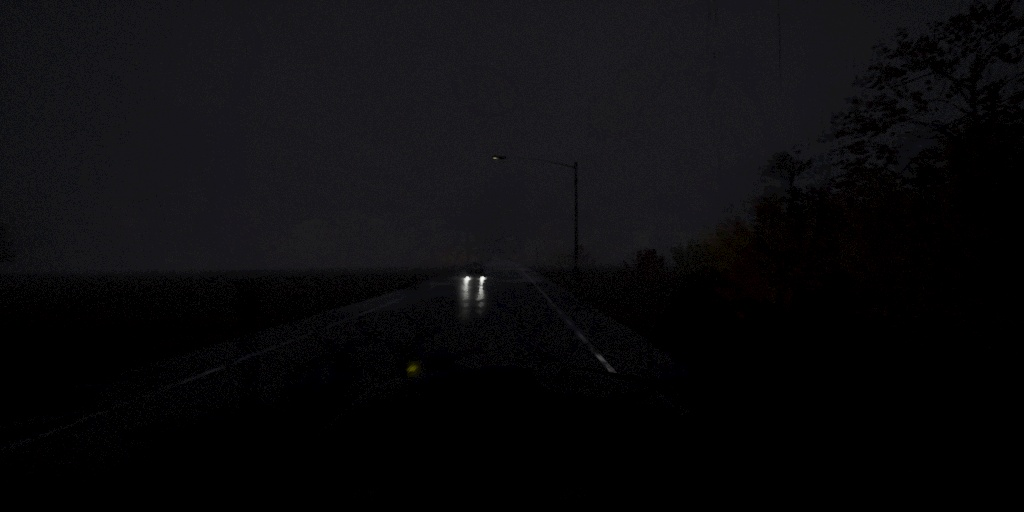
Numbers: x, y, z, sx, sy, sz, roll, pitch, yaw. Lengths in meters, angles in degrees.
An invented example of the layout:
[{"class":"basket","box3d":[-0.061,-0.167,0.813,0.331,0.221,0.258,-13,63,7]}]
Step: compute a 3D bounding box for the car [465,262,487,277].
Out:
[{"class":"car","box3d":[-3.695,1.370,37.724,1.837,1.490,4.892,0,-1,0]}]
